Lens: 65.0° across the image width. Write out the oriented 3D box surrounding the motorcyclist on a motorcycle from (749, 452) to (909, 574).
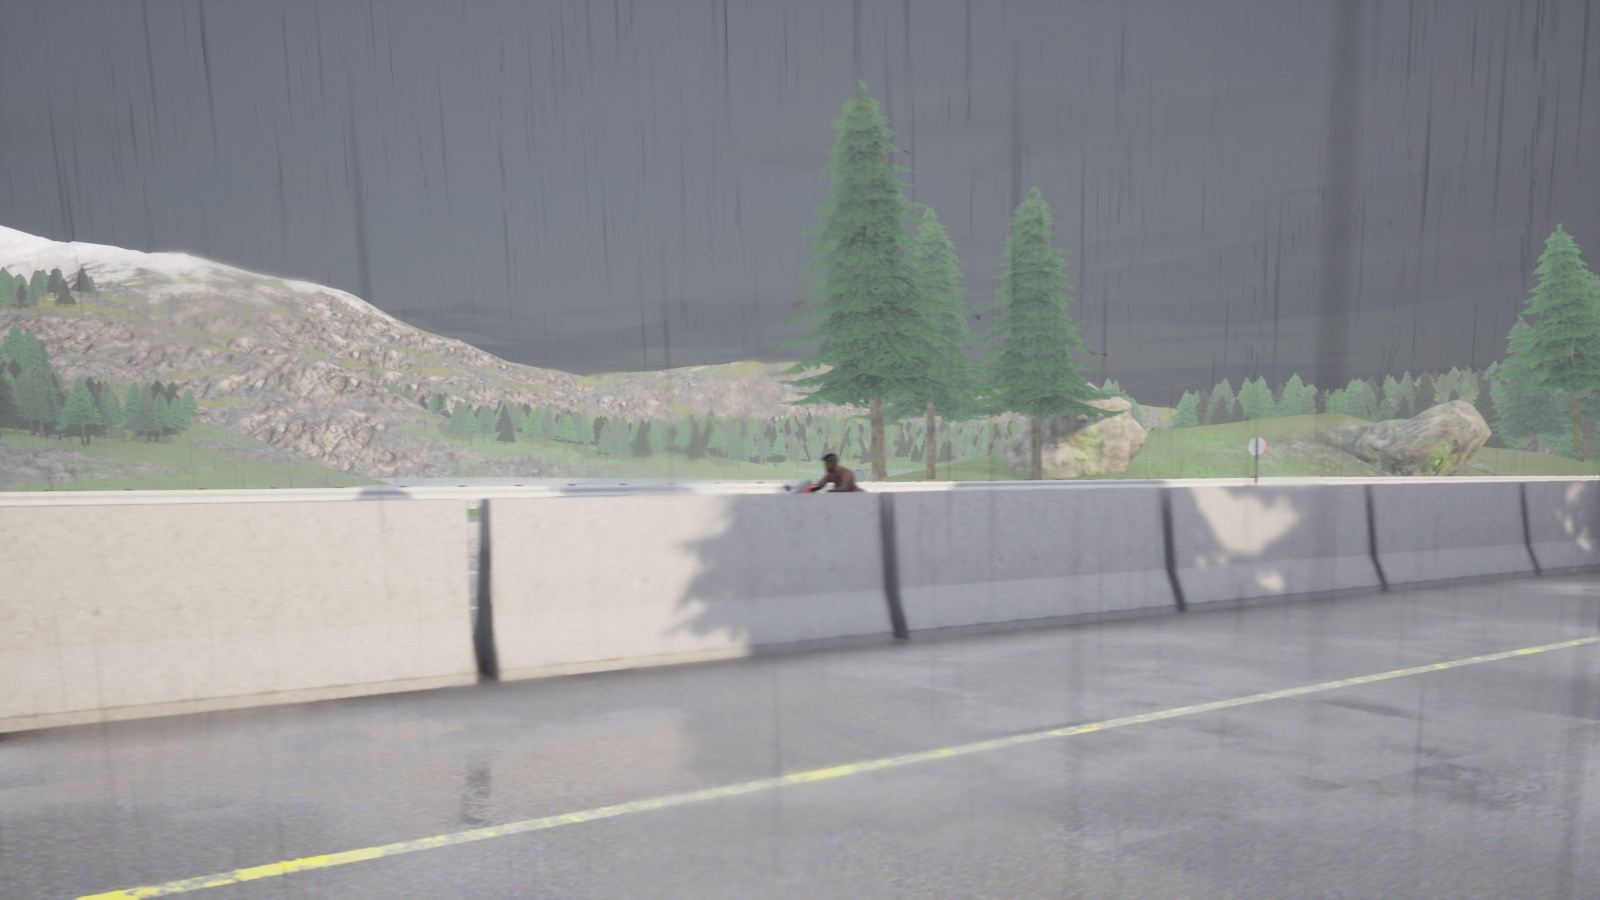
[{"bbox_3d":[0.400,0.792,16.730,2.044,1.523,0.797,0,0,-35],"label":"motorcyclist on a motorcycle"}]
